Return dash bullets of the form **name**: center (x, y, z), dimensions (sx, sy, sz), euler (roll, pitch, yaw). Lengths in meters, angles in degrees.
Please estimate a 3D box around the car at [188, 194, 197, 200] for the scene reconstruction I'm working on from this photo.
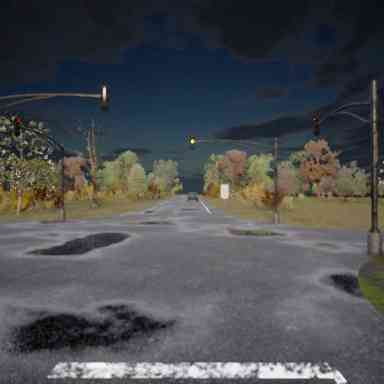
- **car**: center (0.184, 1.133, 78.665), dimensions (2.033, 1.411, 5.357), euler (0, 0, 0)

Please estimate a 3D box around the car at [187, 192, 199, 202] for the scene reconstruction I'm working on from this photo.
- **car**: center (0.160, 1.004, 68.274), dimensions (2.150, 2.045, 5.566), euler (0, 0, 0)
